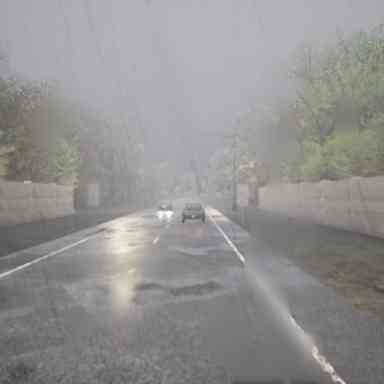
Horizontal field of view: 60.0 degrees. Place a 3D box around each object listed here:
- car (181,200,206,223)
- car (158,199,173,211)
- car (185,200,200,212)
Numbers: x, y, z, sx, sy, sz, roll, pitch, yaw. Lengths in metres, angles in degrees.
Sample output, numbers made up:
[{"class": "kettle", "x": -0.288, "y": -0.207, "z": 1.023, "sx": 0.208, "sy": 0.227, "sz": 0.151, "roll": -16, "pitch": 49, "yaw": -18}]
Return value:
[{"class": "car", "x": 0.122, "y": 1.654, "z": 27.580, "sx": 2.128, "sy": 1.511, "sz": 4.902, "roll": 0, "pitch": 0, "yaw": 0}, {"class": "car", "x": -3.549, "y": 1.738, "z": 45.167, "sx": 2.128, "sy": 1.511, "sz": 4.902, "roll": 0, "pitch": 0, "yaw": 0}, {"class": "car", "x": 0.091, "y": 1.768, "z": 44.259, "sx": 1.812, "sy": 1.442, "sz": 4.674, "roll": 0, "pitch": 0, "yaw": 0}]
